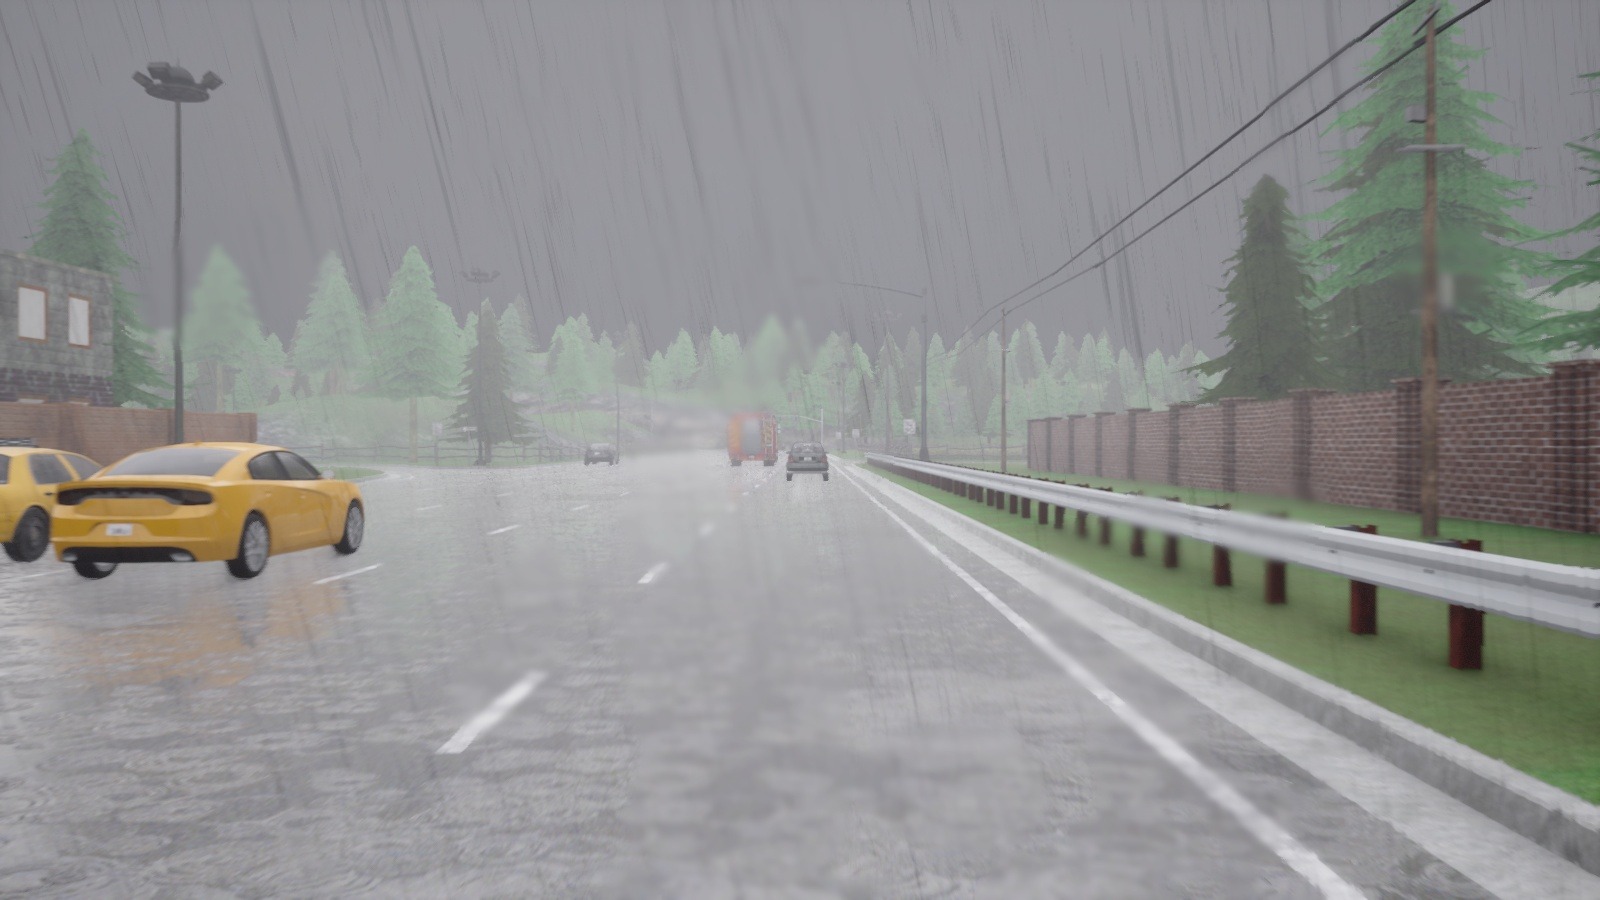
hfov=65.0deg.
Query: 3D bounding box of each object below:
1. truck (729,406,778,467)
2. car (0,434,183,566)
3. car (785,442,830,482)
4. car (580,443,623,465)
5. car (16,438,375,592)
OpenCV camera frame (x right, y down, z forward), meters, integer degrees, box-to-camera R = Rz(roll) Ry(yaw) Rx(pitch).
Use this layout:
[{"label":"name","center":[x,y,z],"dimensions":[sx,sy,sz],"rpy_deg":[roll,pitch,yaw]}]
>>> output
[{"label":"truck","center":[-3.008,-0.888,83.872],"dimensions":[2.891,3.827,8.468],"rpy_deg":[0,0,0]},{"label":"car","center":[-10.390,0.585,16.596],"dimensions":[1.801,1.575,5.366],"rpy_deg":[0,0,0]},{"label":"car","center":[0.304,0.442,50.835],"dimensions":[1.789,1.549,3.705],"rpy_deg":[0,0,0]},{"label":"car","center":[-13.498,0.257,85.790],"dimensions":[2.163,1.488,4.792],"rpy_deg":[0,0,0]},{"label":"car","center":[-6.899,0.635,15.074],"dimensions":[1.882,1.535,5.008],"rpy_deg":[0,0,0]}]
